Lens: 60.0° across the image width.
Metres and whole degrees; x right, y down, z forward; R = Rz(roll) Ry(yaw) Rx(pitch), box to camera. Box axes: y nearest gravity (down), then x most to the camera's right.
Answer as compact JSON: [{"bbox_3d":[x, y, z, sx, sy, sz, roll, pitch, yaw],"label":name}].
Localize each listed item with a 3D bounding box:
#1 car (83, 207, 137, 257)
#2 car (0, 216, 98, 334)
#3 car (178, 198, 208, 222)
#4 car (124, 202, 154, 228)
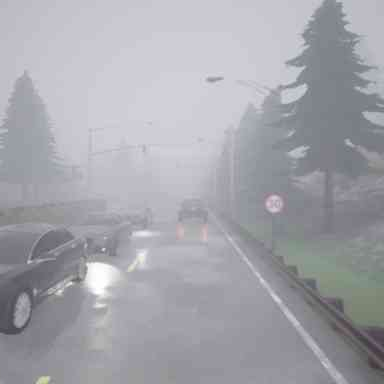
[{"bbox_3d":[-3.502,1.489,12.491,1.994,1.385,4.181,0,0,0],"label":"car"},{"bbox_3d":[-3.585,1.465,6.745,1.837,1.490,4.892,0,0,0],"label":"car"},{"bbox_3d":[0.079,1.202,25.023,2.097,1.767,4.553,0,0,0],"label":"car"},{"bbox_3d":[-3.526,1.399,21.148,1.812,1.442,4.674,0,0,0],"label":"car"}]
